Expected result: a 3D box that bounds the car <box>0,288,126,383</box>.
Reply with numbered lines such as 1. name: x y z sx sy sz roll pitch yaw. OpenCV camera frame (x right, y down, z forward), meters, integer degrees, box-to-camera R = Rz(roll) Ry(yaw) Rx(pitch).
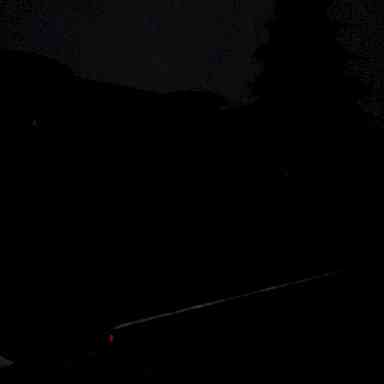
1. car: -2.821 1.493 1.981 4.902 1.511 2.128 0 0 -36
